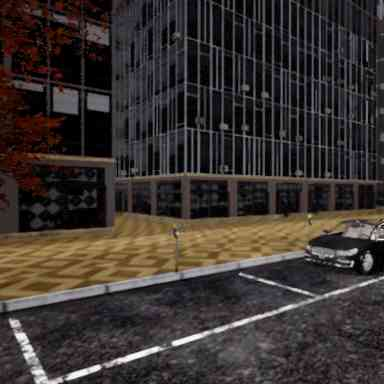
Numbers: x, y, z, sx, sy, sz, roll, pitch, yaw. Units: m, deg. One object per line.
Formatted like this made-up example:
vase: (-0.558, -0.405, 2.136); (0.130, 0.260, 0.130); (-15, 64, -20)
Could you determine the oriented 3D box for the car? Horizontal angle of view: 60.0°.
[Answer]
car: (5.332, 1.530, 10.358); (4.403, 1.369, 2.008); (0, 0, -35)
